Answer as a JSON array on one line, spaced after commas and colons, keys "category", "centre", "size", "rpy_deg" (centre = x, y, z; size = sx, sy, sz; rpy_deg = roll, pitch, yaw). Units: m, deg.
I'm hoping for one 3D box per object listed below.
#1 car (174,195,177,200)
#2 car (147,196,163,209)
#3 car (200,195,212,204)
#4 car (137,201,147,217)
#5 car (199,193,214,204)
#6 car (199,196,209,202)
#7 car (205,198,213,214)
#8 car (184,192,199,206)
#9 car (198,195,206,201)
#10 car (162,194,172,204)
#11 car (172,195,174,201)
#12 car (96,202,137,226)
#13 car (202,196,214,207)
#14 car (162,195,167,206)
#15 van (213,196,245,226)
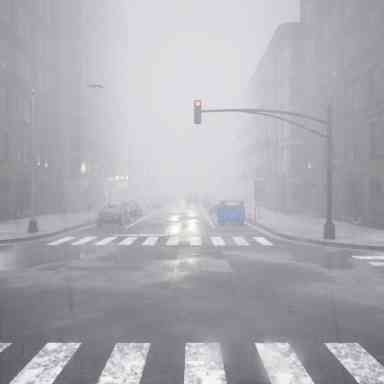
[{"category": "car", "centre": [-5.389, 1.409, 79.973], "size": [1.967, 1.590, 4.097], "rpy_deg": [0, 0, 0]}, {"category": "car", "centre": [-5.389, 1.519, 45.713], "size": [1.752, 1.417, 4.829], "rpy_deg": [0, 0, 0]}, {"category": "car", "centre": [2.636, 1.422, 62.933], "size": [1.967, 1.590, 4.097], "rpy_deg": [0, 0, 0]}, {"category": "car", "centre": [-5.389, 1.543, 28.837], "size": [1.887, 1.381, 4.507], "rpy_deg": [0, 0, 0]}, {"category": "car", "centre": [2.637, 1.305, 51.571], "size": [2.192, 1.841, 5.009], "rpy_deg": [0, 0, 0]}, {"category": "car", "centre": [2.636, 1.524, 74.295], "size": [2.008, 1.369, 4.403], "rpy_deg": [0, 0, 0]}, {"category": "car", "centre": [2.637, 1.580, 34.526], "size": [1.802, 1.307, 4.206], "rpy_deg": [0, 0, 0]}, {"category": "car", "centre": [0.103, 1.208, 56.480], "size": [2.150, 2.045, 5.566], "rpy_deg": [0, 0, 0]}, {"category": "car", "centre": [2.636, 1.530, 85.658], "size": [1.947, 1.339, 4.313], "rpy_deg": [0, 0, 0]}, {"category": "car", "centre": [-5.389, 1.547, 62.928], "size": [1.947, 1.339, 4.313], "rpy_deg": [0, 0, 0]}, {"category": "car", "centre": [-5.389, 1.292, 68.610], "size": [2.192, 1.841, 5.009], "rpy_deg": [0, 0, 0]}, {"category": "car", "centre": [-5.389, 1.549, 23.155], "size": [2.008, 1.369, 4.403], "rpy_deg": [0, 0, 0]}, {"category": "car", "centre": [2.637, 1.576, 45.889], "size": [1.802, 1.307, 4.206], "rpy_deg": [0, 0, 0]}, {"category": "car", "centre": [-5.388, 1.556, 51.565], "size": [1.947, 1.339, 4.313], "rpy_deg": [0, 0, 0]}, {"category": "van", "centre": [2.636, 1.340, 23.164], "size": [1.690, 1.788, 3.998], "rpy_deg": [0, 0, 0]}]
